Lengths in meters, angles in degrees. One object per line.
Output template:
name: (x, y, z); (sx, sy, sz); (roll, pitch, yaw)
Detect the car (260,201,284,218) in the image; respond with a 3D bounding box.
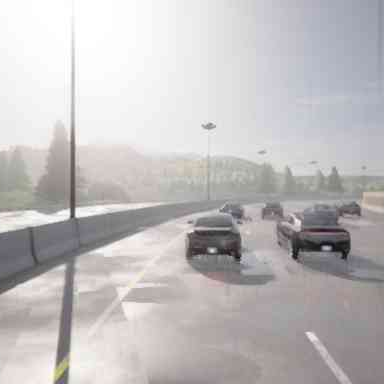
car: (7.307, 1.549, 30.311); (1.837, 1.490, 4.892); (0, 0, 13)

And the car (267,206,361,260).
car: (4.373, 1.513, 12.627); (2.128, 1.511, 4.902); (0, 0, 6)

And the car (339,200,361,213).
car: (15.018, 1.555, 32.357); (2.128, 1.511, 4.902); (0, 0, 15)

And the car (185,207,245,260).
car: (0.846, 1.518, 12.514); (1.837, 1.490, 4.892); (0, 0, 5)

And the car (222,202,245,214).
car: (3.639, 1.600, 29.946); (1.994, 1.385, 4.181); (0, 0, 12)

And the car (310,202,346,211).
car: (9.749, 1.593, 25.319); (2.033, 1.411, 5.357); (0, 0, 11)
